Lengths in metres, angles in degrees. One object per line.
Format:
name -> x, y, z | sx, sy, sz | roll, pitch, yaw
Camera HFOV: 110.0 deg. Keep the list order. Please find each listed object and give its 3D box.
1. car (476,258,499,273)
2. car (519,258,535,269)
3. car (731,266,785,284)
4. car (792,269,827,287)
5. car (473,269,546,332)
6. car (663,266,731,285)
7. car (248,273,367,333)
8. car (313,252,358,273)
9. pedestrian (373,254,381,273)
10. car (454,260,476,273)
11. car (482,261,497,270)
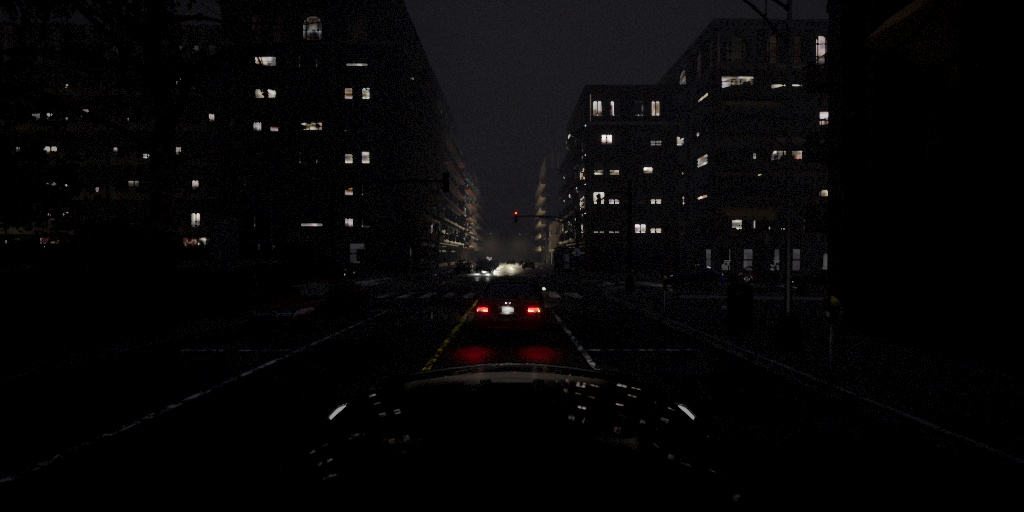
car -> -3.197, 1.296, 43.320 | 2.033, 1.411, 5.357 | 0, 0, 4
car -> 2.528, 1.299, 54.341 | 2.007, 1.370, 4.403 | 0, 0, 0
car -> 21.289, 1.570, 31.564 | 4.097, 1.591, 1.967 | 0, 0, -1
car -> 24.901, 1.809, 29.057 | 4.718, 1.301, 1.895 | 1, 0, -1
car -> 0.050, 1.297, 10.846 | 2.033, 1.411, 5.357 | 0, 0, 3
car -> 14.594, 1.552, 28.899 | 4.674, 1.442, 1.812 | 1, 0, -1
car -> -5.715, 1.331, 10.632 | 1.802, 1.307, 4.207 | 0, 0, 0
car -> -13.900, 0.758, 25.265 | 5.566, 2.045, 2.150 | 1, 0, -1
pedestrian -> -12.812, 0.652, 34.013 | 0.375, 1.860, 0.375 | 0, -1, -1
car -> -5.817, 1.188, 43.042 | 1.967, 1.591, 4.097 | 0, 0, 0
car -> -3.239, 1.349, 53.271 | 1.895, 1.301, 4.718 | 0, 0, 0
